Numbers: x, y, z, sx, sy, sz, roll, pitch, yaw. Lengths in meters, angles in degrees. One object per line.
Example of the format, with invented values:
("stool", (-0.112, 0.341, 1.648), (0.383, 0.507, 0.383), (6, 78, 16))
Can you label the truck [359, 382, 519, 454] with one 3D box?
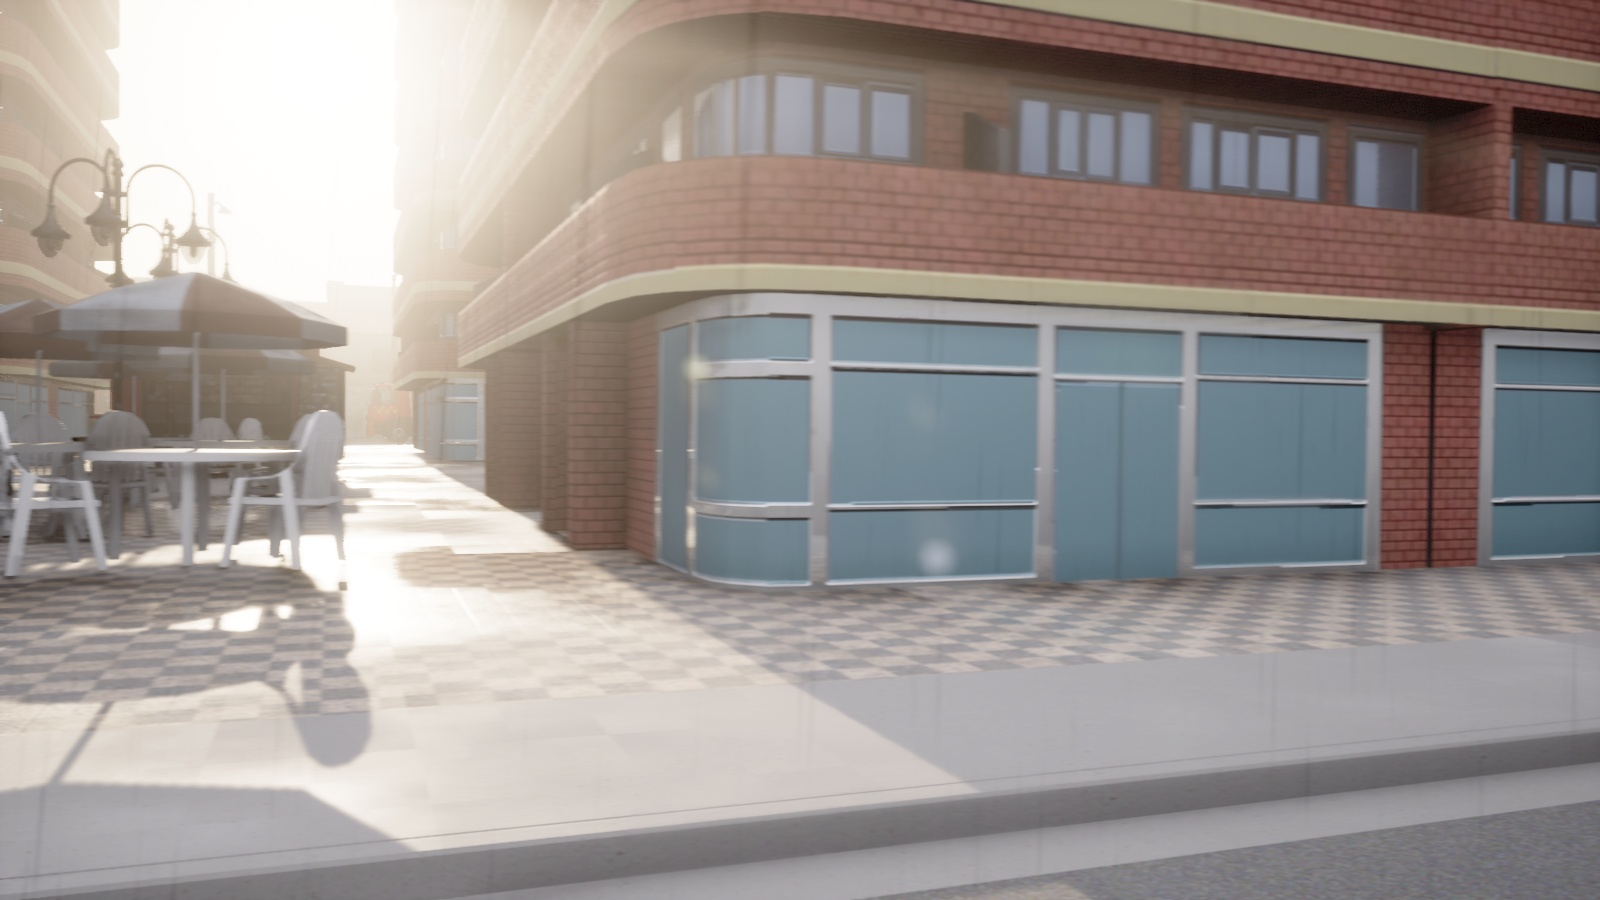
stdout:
("truck", (-20.587, -1.874, 71.705), (8.468, 3.827, 2.891), (-2, 1, -21))
